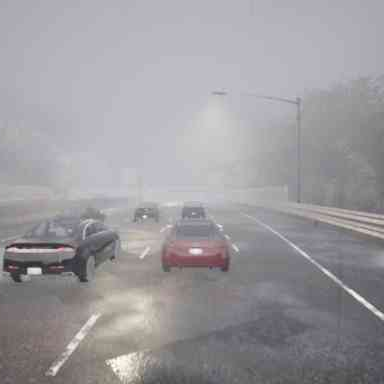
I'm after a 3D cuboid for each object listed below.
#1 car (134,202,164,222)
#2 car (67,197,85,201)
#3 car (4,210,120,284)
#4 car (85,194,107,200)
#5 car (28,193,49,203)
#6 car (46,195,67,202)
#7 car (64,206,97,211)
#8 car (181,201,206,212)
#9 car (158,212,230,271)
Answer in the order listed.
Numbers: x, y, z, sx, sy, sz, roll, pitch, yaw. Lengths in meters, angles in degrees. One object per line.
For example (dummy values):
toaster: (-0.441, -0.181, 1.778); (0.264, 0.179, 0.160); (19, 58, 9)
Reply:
car: (-3.388, 1.526, 26.284); (1.837, 1.490, 4.892); (0, 0, 0)
car: (-20.983, 1.646, 61.903); (1.994, 1.385, 4.181); (0, 0, 0)
car: (-3.397, 1.496, 9.606); (2.128, 1.511, 4.902); (0, 0, 0)
car: (-17.485, 1.308, 61.919); (2.150, 2.045, 5.566); (0, 0, 0)
car: (-27.975, 1.304, 61.185); (2.150, 2.045, 5.566); (0, 0, 0)
car: (-24.481, 1.584, 61.370); (1.837, 1.490, 4.892); (0, 0, 0)
car: (-6.892, 1.563, 20.881); (2.033, 1.411, 5.357); (0, 0, 0)
car: (0.112, 1.500, 27.789); (1.882, 1.535, 5.008); (0, 0, 0)
car: (0.104, 1.570, 10.967); (1.994, 1.385, 4.181); (0, 0, 0)
